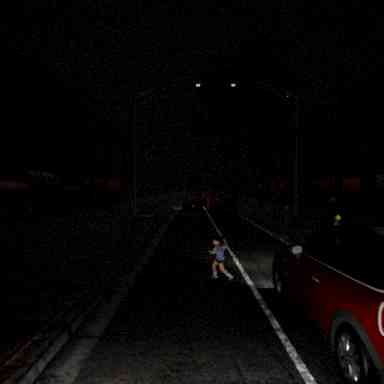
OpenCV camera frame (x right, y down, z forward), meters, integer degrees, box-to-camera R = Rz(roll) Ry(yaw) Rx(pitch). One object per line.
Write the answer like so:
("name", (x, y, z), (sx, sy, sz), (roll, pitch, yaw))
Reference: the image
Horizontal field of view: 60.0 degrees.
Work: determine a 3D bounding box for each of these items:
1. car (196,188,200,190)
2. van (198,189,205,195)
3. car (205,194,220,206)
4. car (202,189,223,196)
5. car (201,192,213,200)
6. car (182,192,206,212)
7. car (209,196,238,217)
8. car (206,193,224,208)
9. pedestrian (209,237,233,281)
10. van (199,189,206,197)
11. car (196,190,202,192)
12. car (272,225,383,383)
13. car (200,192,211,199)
("car", (2.640, 0.235, 76.717), (2.192, 1.841, 5.009), (0, 1, 0))
("van", (2.641, -0.002, 93.352), (1.690, 1.788, 3.998), (0, 1, 0))
("car", (2.638, 0.952, 43.617), (1.752, 1.417, 4.829), (0, 1, 0))
("car", (2.637, 0.823, 37.899), (2.192, 1.841, 5.009), (0, 1, 0))
("car", (2.640, 0.733, 60.086), (2.008, 1.369, 4.403), (0, 1, 0))
("car", (0.079, 1.064, 32.429), (1.882, 1.535, 5.008), (0, 1, 0))
("car", (2.637, 1.233, 26.812), (1.947, 1.339, 4.313), (0, 1, 0))
("car", (2.637, 1.111, 32.527), (1.752, 1.417, 4.829), (0, 1, 0))
("pedestrian", (0.681, 1.583, 8.083), (0.500, 1.100, 0.500), (0, 1, 0))
("van", (2.641, 0.173, 82.262), (1.690, 1.788, 3.998), (0, 1, 0))
("car", (0.076, 0.844, 47.879), (1.882, 1.535, 5.008), (0, 1, 0))
("car", (2.749, 1.293, 5.274), (2.097, 1.767, 4.553), (0, 1, 0))
("car", (2.640, 0.646, 65.630), (2.008, 1.369, 4.403), (0, 1, 0))
